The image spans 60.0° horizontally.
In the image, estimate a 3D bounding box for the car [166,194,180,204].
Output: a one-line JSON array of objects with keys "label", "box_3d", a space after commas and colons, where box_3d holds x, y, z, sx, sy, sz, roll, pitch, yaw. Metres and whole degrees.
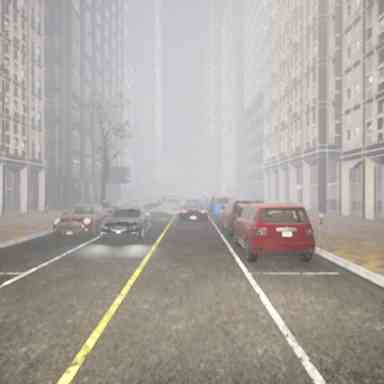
[{"label": "car", "box_3d": [-3.069, 1.221, 58.427, 1.882, 1.535, 5.008, 0, 0, 0]}]

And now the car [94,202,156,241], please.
[{"label": "car", "box_3d": [-3.104, 1.442, 16.437, 1.837, 1.490, 4.892, 0, 0, 0]}]

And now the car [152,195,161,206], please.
[{"label": "car", "box_3d": [-5.705, 1.333, 45.807, 1.752, 1.417, 4.829, 0, 0, 0]}]

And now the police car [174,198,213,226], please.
[{"label": "police car", "box_3d": [0.092, 1.411, 22.931, 2.038, 1.542, 4.974, 0, 0, 0]}]

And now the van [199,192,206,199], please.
[{"label": "van", "box_3d": [2.666, 0.926, 85.865, 1.690, 1.788, 3.998, 0, 0, 0]}]

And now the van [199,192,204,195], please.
[{"label": "van", "box_3d": [2.671, 1.059, 63.073, 1.690, 1.788, 3.998, 0, 0, 0]}]

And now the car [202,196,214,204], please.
[{"label": "car", "box_3d": [2.673, 1.331, 57.376, 1.802, 1.307, 4.206, 0, 0, 0]}]

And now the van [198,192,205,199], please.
[{"label": "van", "box_3d": [2.664, 0.892, 91.565, 1.690, 1.788, 3.998, 0, 0, 0]}]

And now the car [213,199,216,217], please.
[{"label": "car", "box_3d": [2.681, 1.434, 23.354, 1.752, 1.417, 4.829, 0, 0, 0]}]

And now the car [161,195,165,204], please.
[{"label": "car", "box_3d": [-5.707, 1.219, 51.677, 1.967, 1.590, 4.097, 0, 0, 0]}]

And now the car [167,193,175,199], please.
[{"label": "car", "box_3d": [-5.716, 1.096, 91.565, 1.887, 1.381, 4.507, 0, 0, 0]}]

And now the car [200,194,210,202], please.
[{"label": "car", "box_3d": [2.671, 1.230, 68.772, 1.887, 1.381, 4.507, 0, 0, 0]}]

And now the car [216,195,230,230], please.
[{"label": "car", "box_3d": [2.682, 1.248, 17.485, 2.192, 1.841, 5.009, 0, 0, 0]}]

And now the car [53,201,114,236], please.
[{"label": "car", "box_3d": [-5.698, 1.373, 17.485, 1.967, 1.590, 4.097, 0, 0, 0]}]

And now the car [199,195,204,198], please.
[{"label": "car", "box_3d": [0.090, 1.394, 41.214, 1.994, 1.385, 4.181, 0, 0, 0]}]

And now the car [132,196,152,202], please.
[{"label": "car", "box_3d": [-5.702, 1.411, 34.582, 2.008, 1.369, 4.403, 0, 0, 0]}]

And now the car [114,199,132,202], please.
[{"label": "car", "box_3d": [-5.699, 1.349, 23.184, 1.967, 1.590, 4.097, 0, 0, 0]}]

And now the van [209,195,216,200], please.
[{"label": "van", "box_3d": [2.679, 1.226, 28.881, 1.690, 1.788, 3.998, 0, 0, 0]}]

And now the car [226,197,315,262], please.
[{"label": "car", "box_3d": [2.684, 1.271, 11.786, 2.192, 1.841, 5.009, 0, 0, 0]}]

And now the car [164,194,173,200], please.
[{"label": "car", "box_3d": [-5.713, 1.201, 80.168, 1.802, 1.307, 4.206, 0, 0, 0]}]

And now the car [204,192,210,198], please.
[{"label": "car", "box_3d": [2.678, 1.175, 34.580, 2.192, 1.841, 5.009, 0, 0, 0]}]

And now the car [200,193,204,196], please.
[{"label": "car", "box_3d": [2.675, 1.330, 51.679, 2.008, 1.369, 4.403, 0, 0, 0]}]
